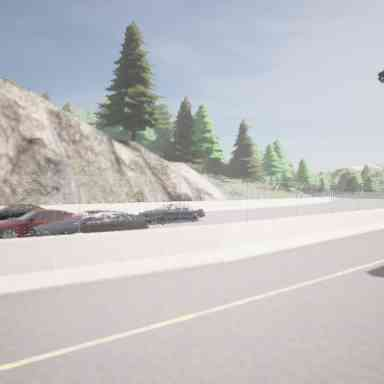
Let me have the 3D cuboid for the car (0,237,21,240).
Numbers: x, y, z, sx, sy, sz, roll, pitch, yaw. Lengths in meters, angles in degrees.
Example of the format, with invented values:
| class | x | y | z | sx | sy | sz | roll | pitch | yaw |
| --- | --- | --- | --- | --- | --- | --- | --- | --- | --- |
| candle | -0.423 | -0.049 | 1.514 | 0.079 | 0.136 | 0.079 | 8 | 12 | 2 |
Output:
| class | x | y | z | sx | sy | sz | roll | pitch | yaw |
| --- | --- | --- | --- | --- | --- | --- | --- | --- | --- |
| car | -7.315 | 1.560 | 16.093 | 4.674 | 1.442 | 1.812 | 0 | 0 | -37 |

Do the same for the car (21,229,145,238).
| class | x | y | z | sx | sy | sz | roll | pitch | yaw |
| --- | --- | --- | --- | --- | --- | --- | --- | --- | --- |
| car | -4.216 | 1.519 | 14.043 | 4.902 | 1.511 | 2.128 | 0 | 0 | -37 |
